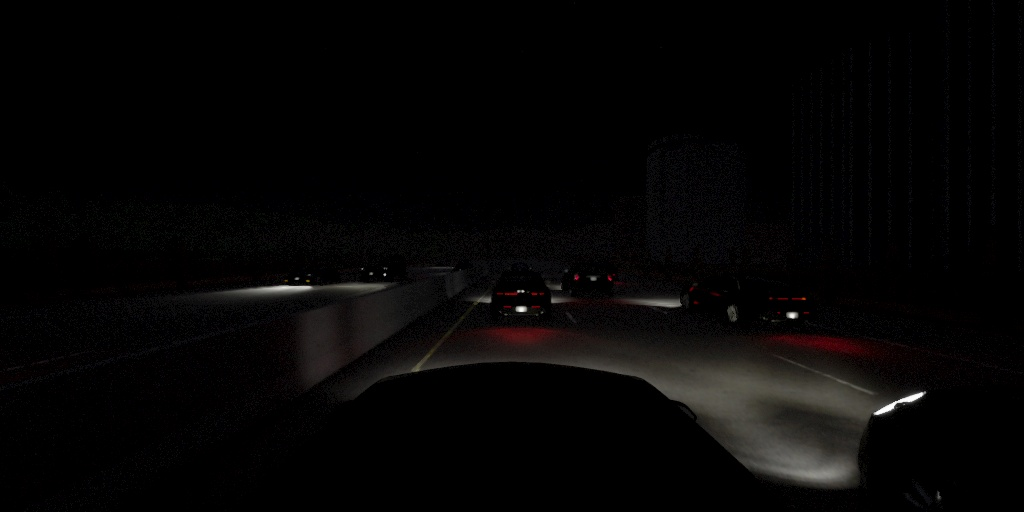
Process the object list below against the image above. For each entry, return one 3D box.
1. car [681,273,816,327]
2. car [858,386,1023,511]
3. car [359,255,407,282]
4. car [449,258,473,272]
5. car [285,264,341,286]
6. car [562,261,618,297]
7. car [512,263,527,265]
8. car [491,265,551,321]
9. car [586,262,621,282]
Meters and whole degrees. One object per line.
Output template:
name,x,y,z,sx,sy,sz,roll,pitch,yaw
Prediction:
car,7.289,1.281,11.691,1.837,1.490,4.892,0,0,1
car,3.700,1.120,0.810,2.097,1.767,4.553,0,0,-1
car,-10.077,0.933,28.594,2.150,2.045,5.566,0,0,1
car,-6.196,1.308,46.104,2.033,1.411,5.357,0,0,1
car,-13.656,1.257,24.821,1.994,1.385,4.181,0,0,1
car,3.936,1.115,19.259,2.097,1.767,4.553,0,0,1
car,0.664,1.306,30.653,2.033,1.411,5.357,0,0,1
car,0.306,1.252,12.539,1.837,1.490,4.892,0,0,1
car,7.665,1.293,30.655,1.837,1.490,4.892,0,0,1
